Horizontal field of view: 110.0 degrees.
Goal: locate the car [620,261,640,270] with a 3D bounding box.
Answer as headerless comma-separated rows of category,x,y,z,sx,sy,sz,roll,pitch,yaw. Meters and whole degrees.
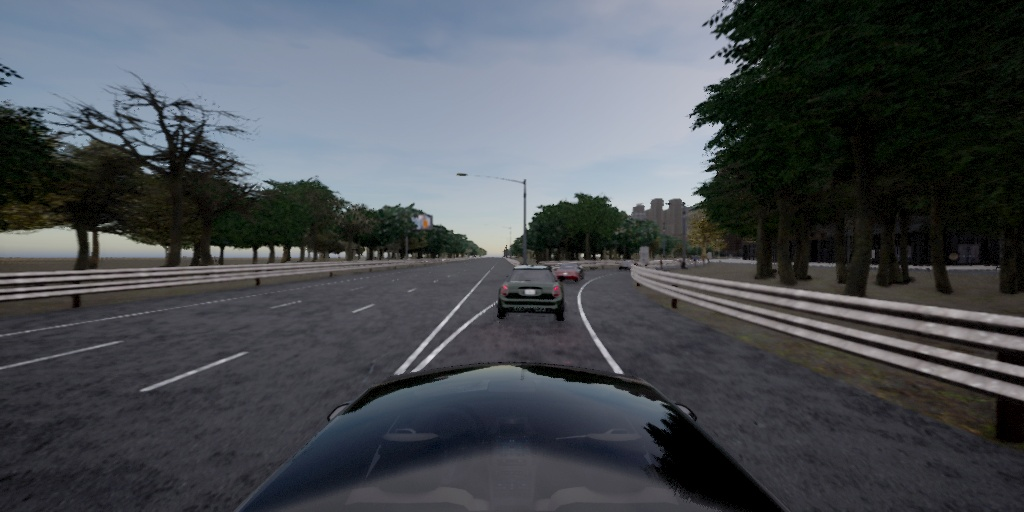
car,17.527,1.361,53.146,1.994,1.385,4.181,0,0,37

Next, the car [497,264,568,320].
car,0.837,1.107,12.912,2.097,1.767,4.553,0,0,8

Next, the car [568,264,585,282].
car,4.800,1.338,29.470,1.994,1.385,4.181,0,0,19
